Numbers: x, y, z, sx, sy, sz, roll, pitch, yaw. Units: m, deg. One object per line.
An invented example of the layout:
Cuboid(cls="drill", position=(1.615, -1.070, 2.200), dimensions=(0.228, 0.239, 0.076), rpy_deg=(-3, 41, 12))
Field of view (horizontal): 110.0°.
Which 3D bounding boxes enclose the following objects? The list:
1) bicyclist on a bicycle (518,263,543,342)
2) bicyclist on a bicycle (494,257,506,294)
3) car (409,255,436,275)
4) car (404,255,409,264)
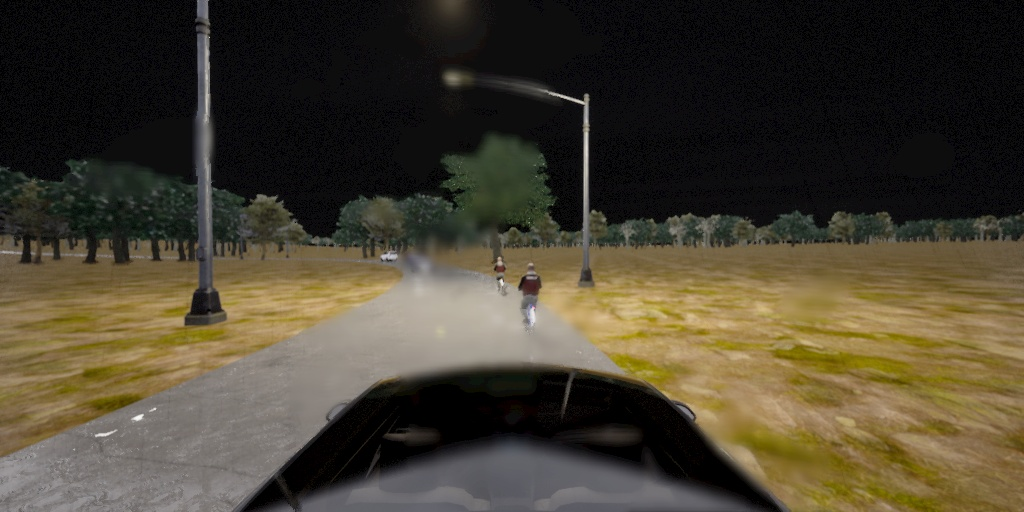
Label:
Cuboid(cls="bicyclist on a bicycle", position=(0.436, 1.056, 8.658), dimensions=(0.659, 1.776, 1.843), rpy_deg=(0, 1, -4))
Cuboid(cls="bicyclist on a bicycle", position=(-0.604, 0.918, 17.651), dimensions=(0.659, 1.776, 1.843), rpy_deg=(-3, 7, -8))
Cuboid(cls="car", position=(-8.347, 0.891, 33.916), dimensions=(2.128, 1.511, 4.902), rpy_deg=(-1, 1, -18))
Cuboid(cls="car", position=(-16.879, 0.534, 60.499), dimensions=(1.812, 1.442, 4.674), rpy_deg=(-1, 1, -30))
